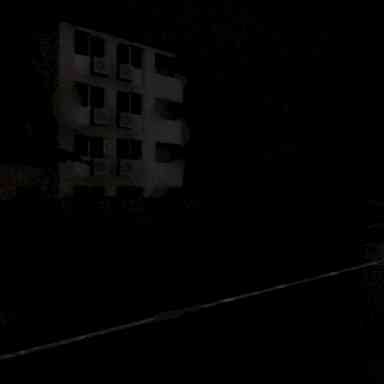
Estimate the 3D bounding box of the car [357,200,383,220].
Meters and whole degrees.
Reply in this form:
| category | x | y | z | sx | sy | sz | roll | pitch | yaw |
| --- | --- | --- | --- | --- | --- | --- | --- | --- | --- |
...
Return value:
| category | x | y | z | sx | sy | sz | roll | pitch | yaw |
| --- | --- | --- | --- | --- | --- | --- | --- | --- | --- |
| car | 15.373 | 1.507 | 28.618 | 1.837 | 1.490 | 4.892 | 0 | 0 | -36 |
